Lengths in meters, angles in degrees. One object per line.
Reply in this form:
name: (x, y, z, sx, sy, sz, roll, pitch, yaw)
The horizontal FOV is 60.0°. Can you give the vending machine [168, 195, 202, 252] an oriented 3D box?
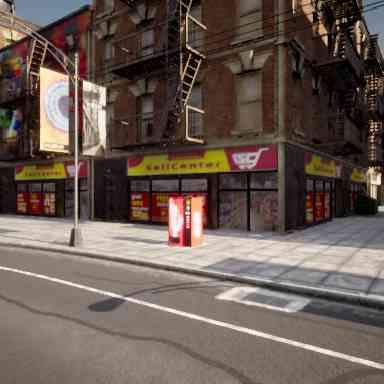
vending machine: (-0.255, 1.194, 13.112, 0.880, 2.100, 1.100, 0, 0, 34)
